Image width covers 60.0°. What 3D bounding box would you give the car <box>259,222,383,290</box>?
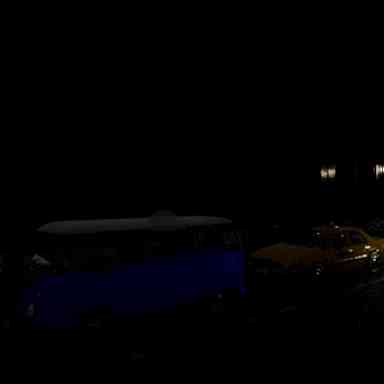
[{"bbox_3d":[3.576,1.532,9.087,4.829,1.417,1.752,0,0,-35],"label":"car"}]

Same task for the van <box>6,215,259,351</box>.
[{"bbox_3d":[-0.885,1.343,5.907,3.998,1.788,1.690,0,0,-35],"label":"van"}]
